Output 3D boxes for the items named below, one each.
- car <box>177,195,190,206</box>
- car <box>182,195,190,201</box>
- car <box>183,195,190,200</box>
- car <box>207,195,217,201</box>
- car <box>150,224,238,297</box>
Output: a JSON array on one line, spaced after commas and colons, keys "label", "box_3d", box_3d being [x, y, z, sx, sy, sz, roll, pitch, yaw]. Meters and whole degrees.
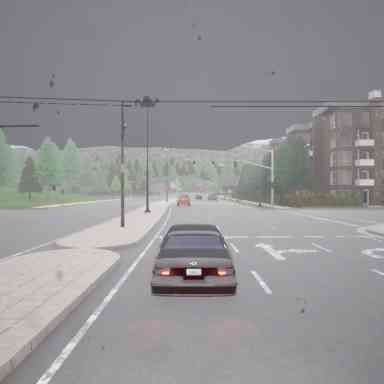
[{"label": "car", "box_3d": [-1.358, 1.352, 54.503, 2.097, 1.767, 4.553, 0, 0, -1]}, {"label": "car", "box_3d": [-1.522, 1.523, 85.328, 1.812, 1.442, 4.674, 0, 0, 0]}, {"label": "car", "box_3d": [-1.546, 1.571, 95.643, 1.895, 1.301, 4.718, 0, 0, 0]}, {"label": "car", "box_3d": [5.478, 1.539, 85.374, 2.033, 1.411, 5.357, 0, 0, 0]}, {"label": "car", "box_3d": [0.042, 1.547, 8.758, 2.033, 1.411, 5.357, 0, 0, 0]}]
